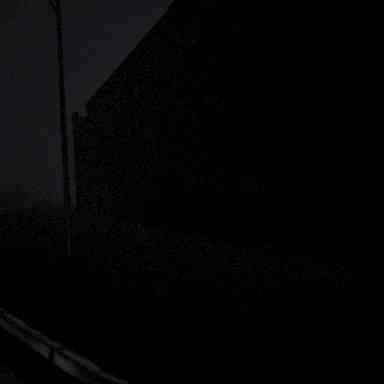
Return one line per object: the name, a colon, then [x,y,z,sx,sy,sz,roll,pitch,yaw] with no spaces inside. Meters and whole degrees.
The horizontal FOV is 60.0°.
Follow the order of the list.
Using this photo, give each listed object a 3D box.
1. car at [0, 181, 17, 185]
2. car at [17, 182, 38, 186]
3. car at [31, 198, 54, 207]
car: [-44.948,-1.887,78.624,2.002,1.452,4.674,-5,-3,29]
car: [-42.340,-1.841,83.521,2.097,1.535,5.008,-5,-3,28]
car: [-26.261,1.829,58.456,1.994,1.385,4.181,-4,-1,10]
